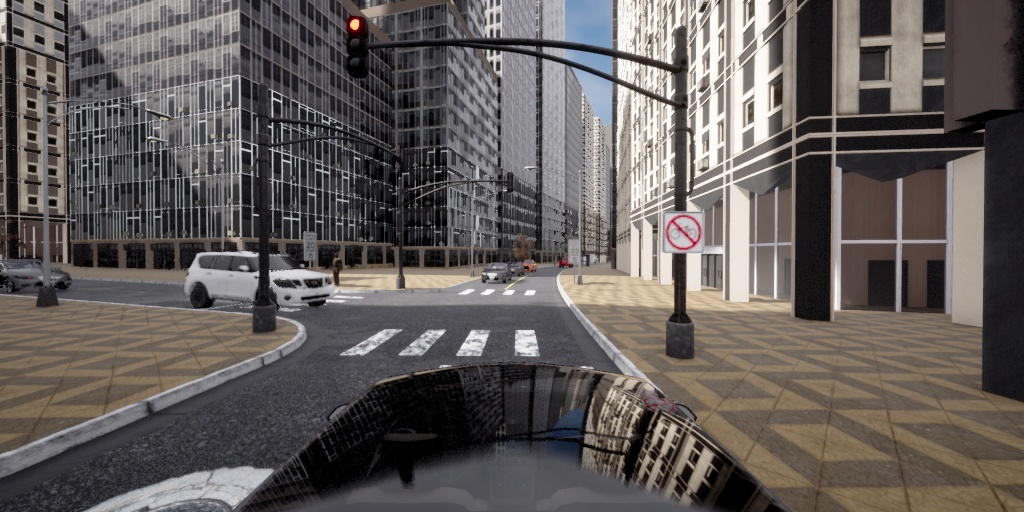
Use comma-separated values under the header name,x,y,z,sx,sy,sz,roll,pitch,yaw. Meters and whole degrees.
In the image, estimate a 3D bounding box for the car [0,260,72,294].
name,x,y,z,sx,sy,sz,roll,pitch,yaw
car,-24.121,0.933,17.613,4.902,1.511,2.128,1,1,16

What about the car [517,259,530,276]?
name,x,y,z,sx,sy,sz,roll,pitch,yaw
car,0.229,1.311,37.657,2.128,1.511,4.902,0,0,9

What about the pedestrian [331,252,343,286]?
name,x,y,z,sx,sy,sz,roll,pitch,yaw
pedestrian,-9.523,0.716,19.442,0.375,1.860,0.375,0,0,16

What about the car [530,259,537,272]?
name,x,y,z,sx,sy,sz,roll,pitch,yaw
car,2.008,1.220,47.435,2.097,1.767,4.553,0,0,12

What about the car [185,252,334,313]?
name,x,y,z,sx,sy,sz,roll,pitch,yaw
car,-9.295,0.876,13.183,5.566,2.045,2.150,1,0,19

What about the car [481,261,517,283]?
name,x,y,z,sx,sy,sz,roll,pitch,yaw
car,-1.117,1.276,28.175,2.128,1.511,4.902,0,0,7
